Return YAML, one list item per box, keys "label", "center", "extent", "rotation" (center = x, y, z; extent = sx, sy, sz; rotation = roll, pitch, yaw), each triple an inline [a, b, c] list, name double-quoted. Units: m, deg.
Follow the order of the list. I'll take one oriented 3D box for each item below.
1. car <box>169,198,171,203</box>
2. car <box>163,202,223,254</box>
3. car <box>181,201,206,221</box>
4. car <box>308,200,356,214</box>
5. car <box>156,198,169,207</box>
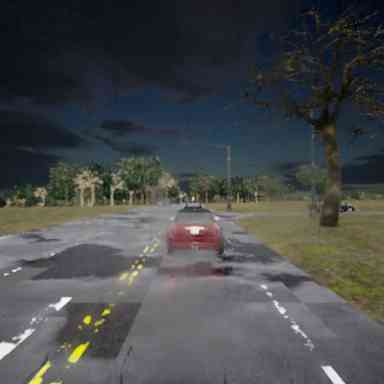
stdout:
- label: "car"
  center: [-6.834, 2.564, 89.387]
  extent: [2.150, 2.045, 5.566]
  rotation: [0, -1, 0]
- label: "car"
  center: [0.104, 1.466, 14.115]
  extent: [2.097, 1.767, 4.553]
  rotation: [0, -1, 0]
- label: "car"
  center: [0.129, 1.660, 30.696]
  extent: [2.128, 1.511, 4.902]
  rotation: [-1, 1, 0]
- label: "car"
  center: [14.906, 1.568, 35.501]
  extent: [4.892, 1.490, 1.837]
  rotation: [0, -2, 0]
- label: "car"
  center: [-6.831, 2.544, 73.746]
  extent: [2.128, 1.511, 4.902]
  rotation: [0, -1, 0]
